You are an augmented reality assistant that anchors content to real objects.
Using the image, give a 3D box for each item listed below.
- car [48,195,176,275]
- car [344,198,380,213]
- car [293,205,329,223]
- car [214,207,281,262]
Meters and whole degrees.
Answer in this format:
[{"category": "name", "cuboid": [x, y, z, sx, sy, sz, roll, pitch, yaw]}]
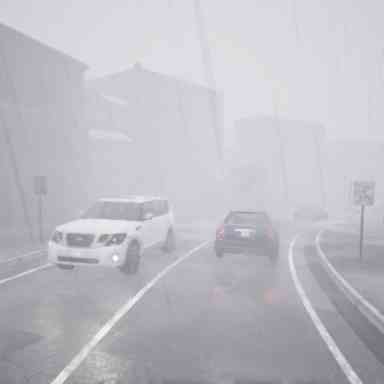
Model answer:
[{"category": "car", "cuboid": [-2.141, 1.151, 10.727, 2.150, 2.045, 5.566, 1, 0, 13]}, {"category": "car", "cuboid": [22.740, 1.657, 44.307, 5.566, 2.045, 2.150, 2, 3, -31]}, {"category": "car", "cuboid": [10.264, 1.799, 28.518, 1.994, 1.385, 4.181, 4, 1, 37]}, {"category": "car", "cuboid": [2.268, 1.383, 12.700, 2.097, 1.767, 4.553, 2, 0, 15]}]
